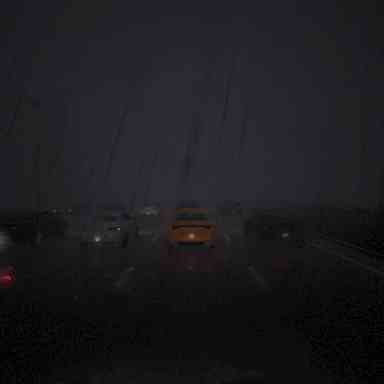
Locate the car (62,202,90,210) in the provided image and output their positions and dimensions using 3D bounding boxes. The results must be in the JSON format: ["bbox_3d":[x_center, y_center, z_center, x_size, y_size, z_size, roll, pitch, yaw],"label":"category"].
[{"bbox_3d":[-10.608,1.560,29.641,2.033,1.411,5.357,0,0,0],"label":"car"}]

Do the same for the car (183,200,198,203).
[{"bbox_3d":[-0.108,1.514,29.695,1.837,1.490,4.892,0,0,0],"label":"car"}]

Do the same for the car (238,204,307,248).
[{"bbox_3d":[3.469,1.482,14.713,1.882,1.535,5.008,0,0,0],"label":"car"}]

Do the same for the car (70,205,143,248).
[{"bbox_3d":[-3.531,1.530,14.677,1.812,1.442,4.674,0,0,0],"label":"car"}]

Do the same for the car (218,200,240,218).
[{"bbox_3d":[3.392,1.493,29.713,2.128,1.511,4.902,0,0,0],"label":"car"}]

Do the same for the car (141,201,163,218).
[{"bbox_3d":[-3.608,1.530,29.677,1.812,1.442,4.674,0,0,0],"label":"car"}]

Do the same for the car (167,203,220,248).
[{"bbox_3d":[-0.031,1.482,14.695,1.882,1.535,5.008,0,0,0],"label":"car"}]

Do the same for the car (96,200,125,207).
[{"bbox_3d":[-7.108,1.482,29.659,1.882,1.535,5.008,0,0,0],"label":"car"}]

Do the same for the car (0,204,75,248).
[{"bbox_3d":[-7.031,1.513,14.659,1.837,1.490,4.892,0,0,0],"label":"car"}]
